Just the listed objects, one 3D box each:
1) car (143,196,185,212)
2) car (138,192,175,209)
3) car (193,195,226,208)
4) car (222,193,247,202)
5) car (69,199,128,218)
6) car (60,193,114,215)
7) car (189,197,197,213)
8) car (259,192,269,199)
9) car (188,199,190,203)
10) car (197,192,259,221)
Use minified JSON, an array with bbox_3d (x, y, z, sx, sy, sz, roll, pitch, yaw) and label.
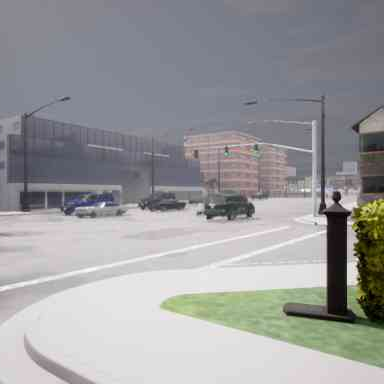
[{"bbox_3d":[-2.834,1.493,37.216,1.895,1.301,4.718,0,1,35],"label":"car"},{"bbox_3d":[-4.187,1.072,41.384,2.150,2.045,5.566,0,1,36],"label":"car"},{"bbox_3d":[2.435,1.217,44.733,2.128,1.511,4.902,0,1,35],"label":"car"},{"bbox_3d":[7.537,0.901,58.085,2.033,1.411,5.357,0,1,35],"label":"car"},{"bbox_3d":[-8.091,1.555,29.712,1.895,1.301,4.718,0,0,35],"label":"car"},{"bbox_3d":[-10.128,1.171,32.910,2.150,2.045,5.566,0,0,35],"label":"car"},{"bbox_3d":[2.061,1.439,31.632,1.812,1.442,4.674,0,0,35],"label":"car"},{"bbox_3d":[13.707,0.733,66.768,2.033,1.411,5.357,0,0,36],"label":"car"},{"bbox_3d":[1.415,1.247,49.376,1.895,1.301,4.718,0,2,35],"label":"car"},{"bbox_3d":[3.066,1.165,26.982,2.150,2.045,5.566,0,1,35],"label":"car"}]
